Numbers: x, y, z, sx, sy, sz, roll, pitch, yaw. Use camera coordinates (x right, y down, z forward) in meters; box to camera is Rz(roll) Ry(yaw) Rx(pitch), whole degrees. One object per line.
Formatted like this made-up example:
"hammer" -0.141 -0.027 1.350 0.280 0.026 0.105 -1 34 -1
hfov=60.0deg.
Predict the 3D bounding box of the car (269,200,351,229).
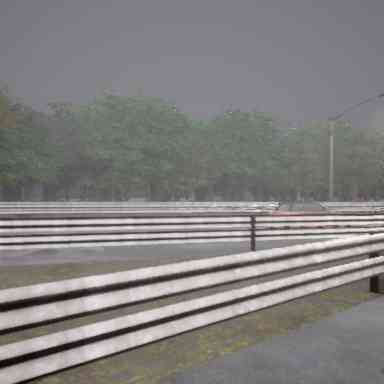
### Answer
"car" 6.652 1.366 18.839 4.553 1.767 2.097 1 0 -17
